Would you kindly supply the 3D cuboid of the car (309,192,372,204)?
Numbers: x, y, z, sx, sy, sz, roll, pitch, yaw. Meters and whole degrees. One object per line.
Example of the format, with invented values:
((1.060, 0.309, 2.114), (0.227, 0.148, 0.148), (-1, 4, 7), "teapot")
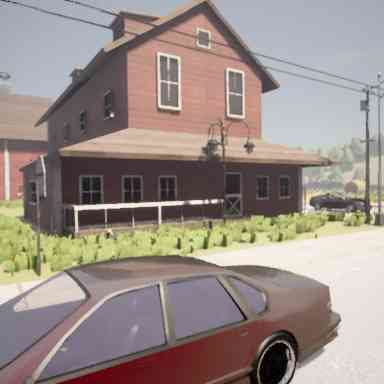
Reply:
((11.694, 0.778, 26.443), (2.128, 1.511, 4.902), (-2, 1, -33), "car")

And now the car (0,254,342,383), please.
((-0.710, 1.488, 3.540), (5.357, 1.411, 2.033), (-1, 1, -32), "car")
